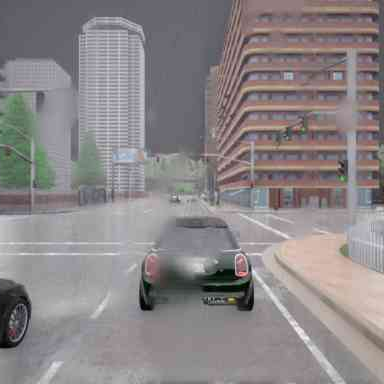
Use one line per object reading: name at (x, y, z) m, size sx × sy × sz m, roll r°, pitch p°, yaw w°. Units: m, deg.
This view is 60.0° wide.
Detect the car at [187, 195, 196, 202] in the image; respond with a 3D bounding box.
car at (-0.134, 1.517, 76.332) m, size 1.812 × 1.442 × 4.674 m, roll 0°, pitch 0°, yaw 0°

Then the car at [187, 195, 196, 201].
car at (-0.150, 1.505, 85.332) m, size 2.128 × 1.511 × 4.902 m, roll 0°, pitch 0°, yaw 0°

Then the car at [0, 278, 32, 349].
car at (-3.431, 1.526, 3.305) m, size 1.812 × 1.442 × 4.674 m, roll 0°, pitch 0°, yaw 0°

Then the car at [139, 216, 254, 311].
car at (0.099, 1.352, 7.924) m, size 2.097 × 1.767 × 4.553 m, roll 0°, pitch 0°, yaw 1°

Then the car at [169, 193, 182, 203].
car at (-3.517, 1.490, 66.074) m, size 2.128 × 1.511 × 4.902 m, roll 0°, pitch 0°, yaw 0°

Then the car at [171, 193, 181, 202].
car at (-3.634, 1.218, 76.075) m, size 2.150 × 2.045 × 5.566 m, roll 0°, pitch 0°, yaw 0°
